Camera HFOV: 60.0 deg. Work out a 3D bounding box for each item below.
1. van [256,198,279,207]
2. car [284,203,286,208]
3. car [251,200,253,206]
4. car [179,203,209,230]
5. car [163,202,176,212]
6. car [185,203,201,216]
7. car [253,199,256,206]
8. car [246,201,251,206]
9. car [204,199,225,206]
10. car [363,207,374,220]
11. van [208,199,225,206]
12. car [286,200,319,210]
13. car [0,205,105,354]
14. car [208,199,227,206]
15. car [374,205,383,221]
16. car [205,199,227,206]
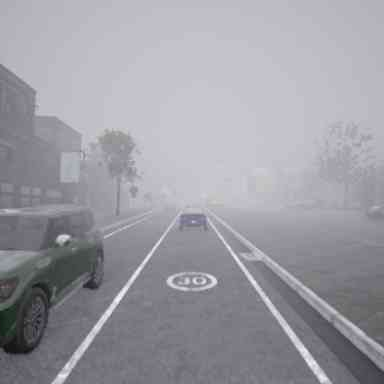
[{"bbox_3d":[18.414,2.518,79.706,4.442,1.987,1.878,0,-2,0],"label":"van"},{"bbox_3d":[18.672,2.344,58.910,4.674,1.452,2.002,0,-1,0],"label":"car"},{"bbox_3d":[18.672,2.918,85.154,5.366,1.575,1.946,0,-2,0],"label":"car"},{"bbox_3d":[0.095,1.833,24.250,1.882,1.535,5.008,0,-1,0],"label":"car"},{"bbox_3d":[-3.334,2.285,50.537,2.033,1.411,5.357,0,-1,0],"label":"car"},{"bbox_3d":[0.091,2.106,41.109,1.837,1.490,4.892,0,-1,0],"label":"car"},{"bbox_3d":[18.693,2.828,82.494,5.366,1.575,1.946,0,-2,0],"label":"car"},{"bbox_3d":[18.411,2.884,90.874,5.566,2.045,2.435,0,-3,-1],"label":"car"},{"bbox_3d":[6.179,2.946,92.394,5.566,2.045,2.435,0,-2,-1],"label":"car"},{"bbox_3d":[18.697,1.950,31.407,4.674,1.452,2.002,0,-1,0],"label":"car"},{"bbox_3d":[6.325,2.732,86.207,4.442,1.987,1.878,0,-2,0],"label":"van"},{"bbox_3d":[18.744,2.131,55.743,4.553,1.767,2.185,0,-1,0],"label":"car"},{"bbox_3d":[-3.352,1.320,6.625,2.150,2.045,5.566,0,-1,0],"label":"car"},{"bbox_3d":[6.265,2.724,83.167,4.553,1.767,2.185,0,-2,0],"label":"car"},{"bbox_3d":[18.693,1.864,28.132,4.892,1.521,2.231,0,-1,0],"label":"car"},{"bbox_3d":[6.073,2.755,80.245,5.366,1.575,1.946,0,-2,0],"label":"car"}]
